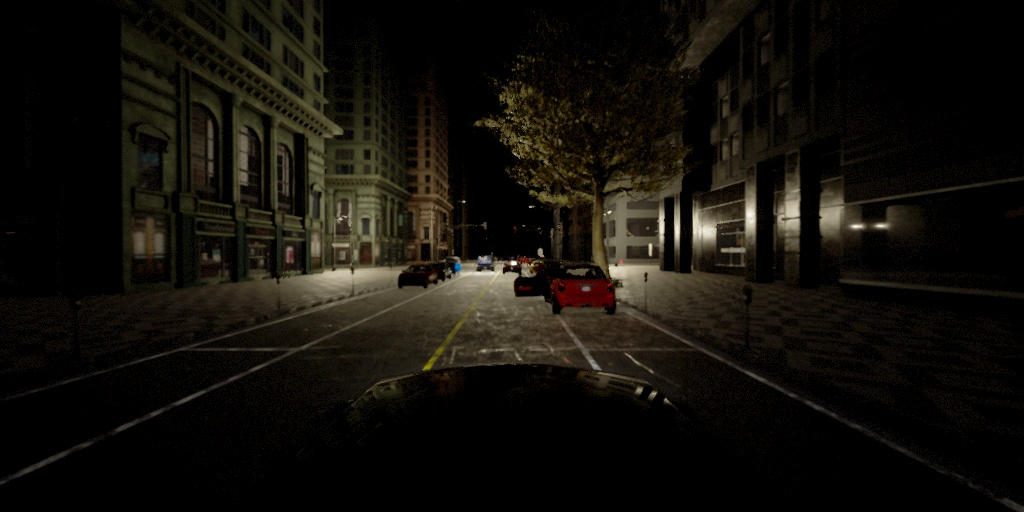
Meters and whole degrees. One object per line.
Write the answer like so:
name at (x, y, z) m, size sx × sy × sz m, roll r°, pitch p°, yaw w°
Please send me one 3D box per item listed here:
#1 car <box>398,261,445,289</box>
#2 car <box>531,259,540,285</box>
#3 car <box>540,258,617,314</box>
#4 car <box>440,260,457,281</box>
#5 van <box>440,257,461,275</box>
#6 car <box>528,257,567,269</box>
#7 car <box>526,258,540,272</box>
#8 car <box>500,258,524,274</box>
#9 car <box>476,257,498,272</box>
car at (-5.765, 1.213, 22.488) m, size 1.888 × 1.381 × 4.507 m, roll 0°, pitch 0°, yaw 0°
car at (2.760, 1.193, 28.133) m, size 1.888 × 1.381 × 4.507 m, roll 0°, pitch 0°, yaw 0°
car at (2.388, 1.054, 13.661) m, size 2.097 × 1.767 × 4.553 m, roll 0°, pitch 0°, yaw 0°
car at (-5.765, 1.214, 27.902) m, size 1.948 × 1.339 × 4.313 m, roll 0°, pitch 0°, yaw 0°
van at (-5.766, 0.970, 33.314) m, size 1.690 × 1.789 × 3.998 m, roll 0°, pitch 0°, yaw 0°
car at (4.952, 0.960, 49.941) m, size 5.008 × 1.535 × 1.882 m, roll -2°, pitch 1°, yaw -15°
car at (2.765, 1.136, 38.883) m, size 1.751 × 1.417 × 4.829 m, roll 0°, pitch 0°, yaw 0°
car at (0.029, 1.178, 37.651) m, size 1.994 × 1.385 × 4.181 m, roll 0°, pitch 0°, yaw 1°
car at (-3.009, 1.164, 42.005) m, size 1.994 × 1.385 × 4.181 m, roll 0°, pitch 0°, yaw 0°
